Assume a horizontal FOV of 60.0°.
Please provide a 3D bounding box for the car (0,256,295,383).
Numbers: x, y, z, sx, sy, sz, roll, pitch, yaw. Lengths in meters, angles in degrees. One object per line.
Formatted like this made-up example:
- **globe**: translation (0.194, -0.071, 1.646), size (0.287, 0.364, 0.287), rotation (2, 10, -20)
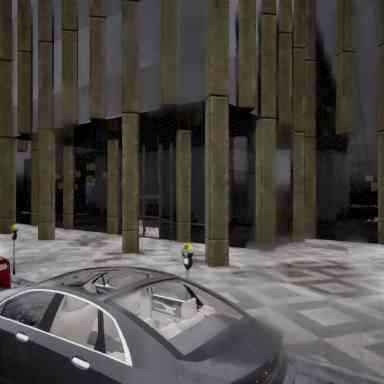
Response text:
- **car**: translation (-1.120, 1.551, 3.767), size (4.403, 1.369, 2.008), rotation (0, 0, 36)
